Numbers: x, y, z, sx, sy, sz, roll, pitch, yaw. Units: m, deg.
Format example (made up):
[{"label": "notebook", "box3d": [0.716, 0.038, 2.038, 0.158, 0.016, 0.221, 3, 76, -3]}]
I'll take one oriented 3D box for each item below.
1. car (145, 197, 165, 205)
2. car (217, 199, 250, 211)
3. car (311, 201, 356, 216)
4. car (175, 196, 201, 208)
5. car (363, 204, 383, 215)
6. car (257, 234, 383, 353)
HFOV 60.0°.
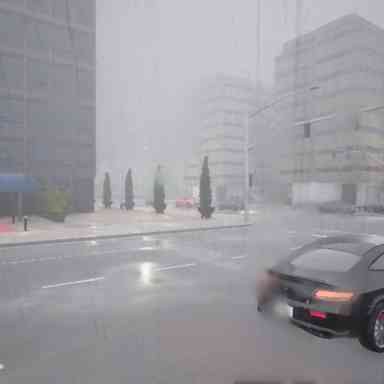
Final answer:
[{"label": "car", "box3d": [-6.161, 1.563, 55.686, 1.994, 1.385, 4.181, 0, 0, -35]}, {"label": "car", "box3d": [4.916, 1.564, 39.870, 1.994, 1.385, 4.181, 0, 0, -35]}, {"label": "car", "box3d": [14.066, 1.563, 33.264, 1.994, 1.385, 4.181, 0, 0, -35]}, {"label": "car", "box3d": [-0.467, 1.352, 47.548, 2.097, 1.767, 4.553, 0, 0, -35]}, {"label": "car", "box3d": [19.170, 1.600, 32.083, 1.895, 1.301, 4.718, 0, 0, -35]}, {"label": "car", "box3d": [3.210, 1.526, 6.110, 4.674, 1.442, 1.812, 0, 0, -35]}]
